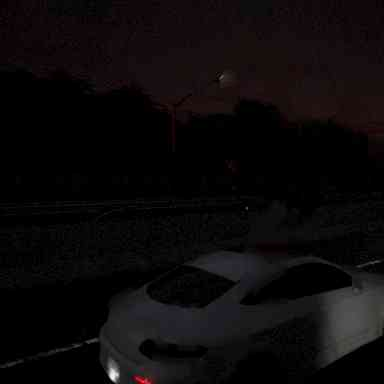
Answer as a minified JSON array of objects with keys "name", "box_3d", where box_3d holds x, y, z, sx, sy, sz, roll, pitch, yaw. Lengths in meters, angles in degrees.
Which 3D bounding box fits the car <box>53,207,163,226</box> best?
[{"name":"car","box_3d":[-3.508,1.405,14.383,4.902,1.511,2.128,-1,1,-35]}]

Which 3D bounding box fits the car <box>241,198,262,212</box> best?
[{"name":"car","box_3d":[6.406,1.192,30.038,4.181,1.385,1.994,-1,1,-35]}]

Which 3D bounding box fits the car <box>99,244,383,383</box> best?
[{"name":"car","box_3d":[1.121,1.470,4.544,4.674,1.442,1.812,-1,1,-35]}]

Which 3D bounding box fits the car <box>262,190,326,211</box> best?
[{"name":"car","box_3d":[8.732,0.842,27.402,5.566,2.045,2.150,-1,1,-35]}]
